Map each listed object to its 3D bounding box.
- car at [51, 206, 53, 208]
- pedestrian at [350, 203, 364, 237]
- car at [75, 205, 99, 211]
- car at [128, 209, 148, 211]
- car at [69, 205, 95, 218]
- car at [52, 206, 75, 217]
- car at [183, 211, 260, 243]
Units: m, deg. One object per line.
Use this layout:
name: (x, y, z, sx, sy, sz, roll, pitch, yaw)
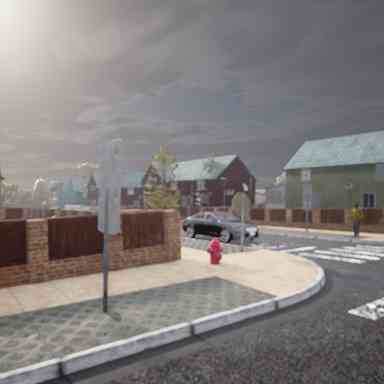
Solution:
car: (-23.292, 3.167, 57.037, 1.837, 1.490, 4.892, 1, -2, -36)
pedestrian: (8.759, 1.452, 17.741, 0.375, 1.860, 0.375, -1, 0, -36)
car: (-9.743, 2.195, 33.317, 2.097, 1.767, 4.553, 1, -2, -36)
car: (-4.118, 2.067, 25.524, 2.128, 1.511, 4.902, 1, -2, -36)
car: (-15.242, 2.631, 45.929, 2.097, 1.767, 4.553, 1, -2, -36)
car: (-15.425, 2.715, 41.207, 1.895, 1.301, 4.718, 1, -2, -35)
car: (1.433, 1.805, 17.894, 2.128, 1.511, 4.902, 1, -2, -37)
